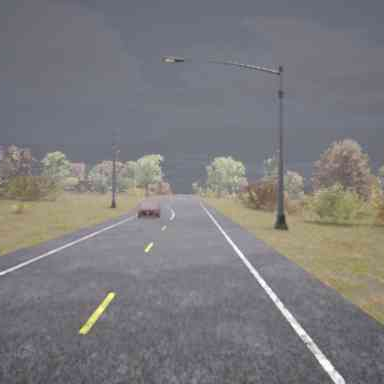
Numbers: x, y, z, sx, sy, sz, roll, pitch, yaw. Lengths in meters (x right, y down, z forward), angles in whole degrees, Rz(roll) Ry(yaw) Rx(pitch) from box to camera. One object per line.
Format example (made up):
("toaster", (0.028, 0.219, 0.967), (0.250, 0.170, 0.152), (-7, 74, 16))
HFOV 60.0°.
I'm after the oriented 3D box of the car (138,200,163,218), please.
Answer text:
("car", (-3.716, 1.492, 30.013), (1.882, 1.535, 5.008), (0, 0, -1))
